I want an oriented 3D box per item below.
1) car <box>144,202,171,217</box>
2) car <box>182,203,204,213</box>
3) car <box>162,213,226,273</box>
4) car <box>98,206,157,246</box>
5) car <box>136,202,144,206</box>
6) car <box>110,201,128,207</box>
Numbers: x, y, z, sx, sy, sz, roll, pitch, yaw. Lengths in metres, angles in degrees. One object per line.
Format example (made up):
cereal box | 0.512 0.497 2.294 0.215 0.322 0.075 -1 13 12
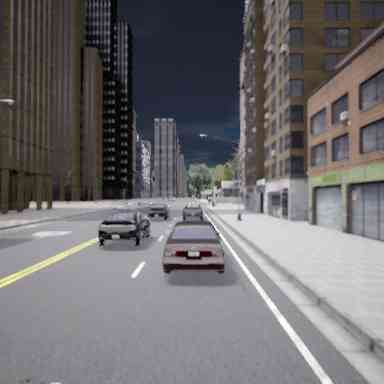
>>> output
car | -3.160 1.841 32.245 1.837 1.490 4.892 0 0 0
car | 0.088 1.828 32.293 2.128 1.511 4.902 0 0 0
car | 0.065 1.666 11.074 2.033 1.411 5.357 0 -1 0
car | -3.163 1.664 16.257 2.128 1.511 4.902 0 0 0
car | -6.591 2.059 44.872 1.895 1.301 4.718 0 -1 0
car | -9.839 1.983 44.725 1.812 1.442 4.674 0 0 0
